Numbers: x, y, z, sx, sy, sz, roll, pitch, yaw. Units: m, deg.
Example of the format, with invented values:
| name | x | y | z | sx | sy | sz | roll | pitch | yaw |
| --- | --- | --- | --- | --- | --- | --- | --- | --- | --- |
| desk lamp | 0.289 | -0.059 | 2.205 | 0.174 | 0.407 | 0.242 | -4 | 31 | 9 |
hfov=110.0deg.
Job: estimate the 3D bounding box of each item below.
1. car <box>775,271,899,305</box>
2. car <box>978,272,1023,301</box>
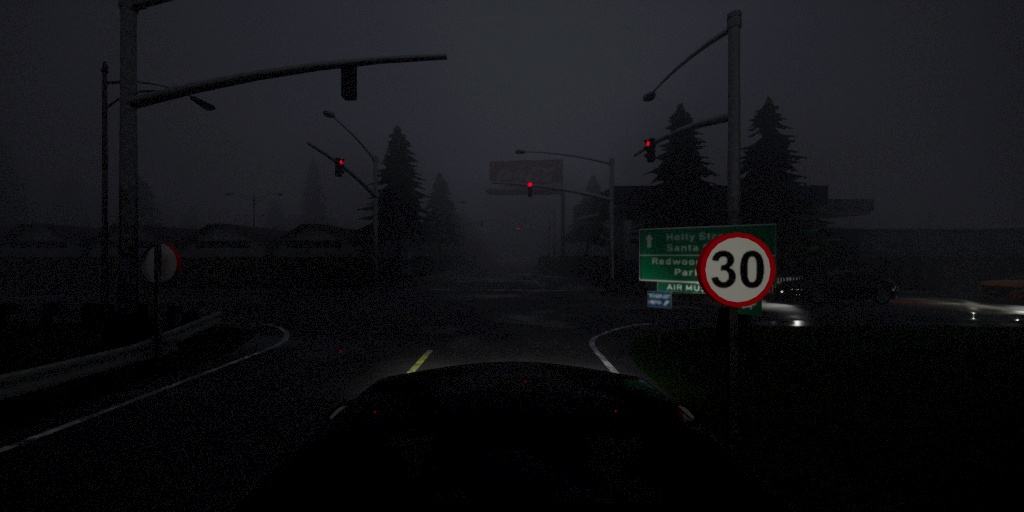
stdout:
| name | x | y | z | sx | sy | sz | roll | pitch | yaw |
| --- | --- | --- | --- | --- | --- | --- | --- | --- | --- |
| car | 15.196 | 1.446 | 16.940 | 4.892 | 1.490 | 1.837 | 0 | 0 | 1 |
| car | 25.132 | 1.419 | 16.811 | 5.008 | 1.535 | 1.882 | 0 | 0 | 1 |
